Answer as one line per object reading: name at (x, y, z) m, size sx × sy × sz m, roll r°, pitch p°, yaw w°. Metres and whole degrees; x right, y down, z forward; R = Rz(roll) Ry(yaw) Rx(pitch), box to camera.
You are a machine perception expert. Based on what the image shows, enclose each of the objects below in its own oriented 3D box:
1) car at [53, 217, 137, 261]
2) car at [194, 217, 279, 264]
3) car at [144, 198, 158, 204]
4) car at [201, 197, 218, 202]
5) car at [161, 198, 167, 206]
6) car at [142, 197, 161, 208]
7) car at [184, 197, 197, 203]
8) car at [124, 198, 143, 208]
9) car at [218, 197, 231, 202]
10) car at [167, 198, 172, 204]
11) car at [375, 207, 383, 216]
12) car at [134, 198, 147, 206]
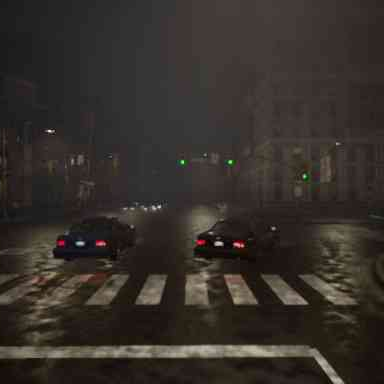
car at (-3.401, 1.641, 12.643) m, size 2.033 × 1.411 × 5.357 m, roll 0°, pitch 0°, yaw 0°
car at (1.890, 1.639, 12.395) m, size 2.033 × 1.411 × 5.357 m, roll 0°, pitch 0°, yaw 25°
car at (-9.652, 2.070, 78.274) m, size 1.837 × 1.490 × 4.892 m, roll 0°, pitch 0°, yaw 10°
car at (4.431, 2.165, 94.325) m, size 1.882 × 1.535 × 5.008 m, roll 0°, pitch -1°, yaw 38°
car at (-6.995, 2.008, 68.219) m, size 2.128 × 1.511 × 4.902 m, roll 0°, pitch 0°, yaw 0°
car at (-7.002, 1.947, 57.818) m, size 1.812 × 1.442 × 4.674 m, roll 0°, pitch 0°, yaw 0°
car at (-0.414, 1.976, 85.279) m, size 2.097 × 1.767 × 4.553 m, roll 0°, pitch 0°, yaw 22°
car at (-10.502, 1.971, 58.090) m, size 2.033 × 1.411 × 5.357 m, roll 0°, pitch 0°, yaw 0°
car at (8.864, 2.227, 94.406) m, size 2.033 × 1.411 × 5.357 m, roll 0°, pitch -1°, yaw 41°
car at (-6.015, 2.113, 78.630) m, size 2.033 × 1.411 × 5.357 m, roll 0°, pitch 0°, yaw 10°
car at (21.997, 1.799, 34.466) m, size 5.357 × 1.411 × 2.033 m, roll 0°, pitch 0°, yaw 0°
car at (-10.498, 1.974, 68.068) m, size 1.882 × 1.535 × 5.008 m, roll 0°, pitch 0°, yaw 0°
